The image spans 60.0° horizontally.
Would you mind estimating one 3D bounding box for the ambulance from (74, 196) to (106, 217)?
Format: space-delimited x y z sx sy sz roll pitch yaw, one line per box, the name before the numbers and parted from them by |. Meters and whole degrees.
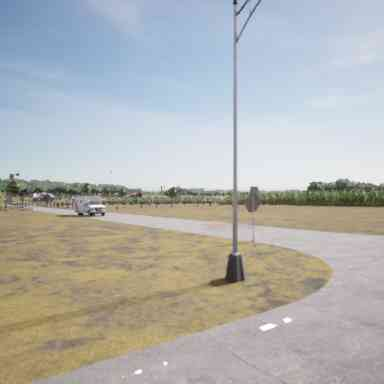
ambulance | -12.935 1.784 42.192 2.351 2.431 6.366 0 -1 -35
